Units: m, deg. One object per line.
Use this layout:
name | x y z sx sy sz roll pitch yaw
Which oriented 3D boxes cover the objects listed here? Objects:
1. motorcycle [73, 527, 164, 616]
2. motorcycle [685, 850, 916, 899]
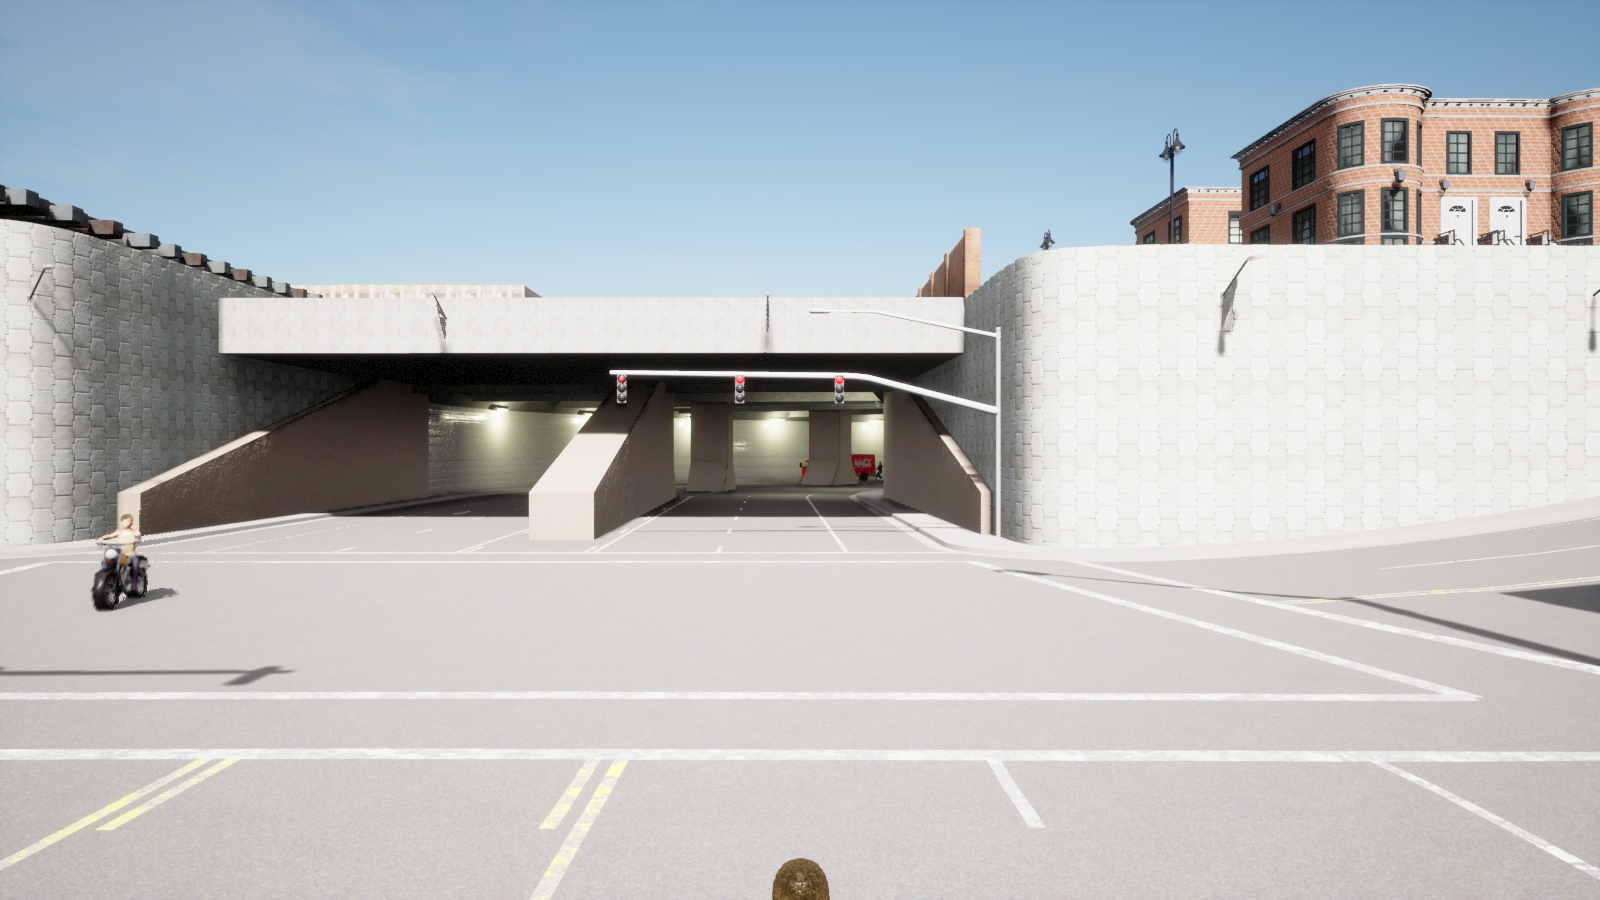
motorcycle | -12.245 2.142 20.619 0.764 1.332 2.356 0 0 -14
motorcycle | 0.004 2.174 3.443 0.803 1.224 2.033 0 0 0
